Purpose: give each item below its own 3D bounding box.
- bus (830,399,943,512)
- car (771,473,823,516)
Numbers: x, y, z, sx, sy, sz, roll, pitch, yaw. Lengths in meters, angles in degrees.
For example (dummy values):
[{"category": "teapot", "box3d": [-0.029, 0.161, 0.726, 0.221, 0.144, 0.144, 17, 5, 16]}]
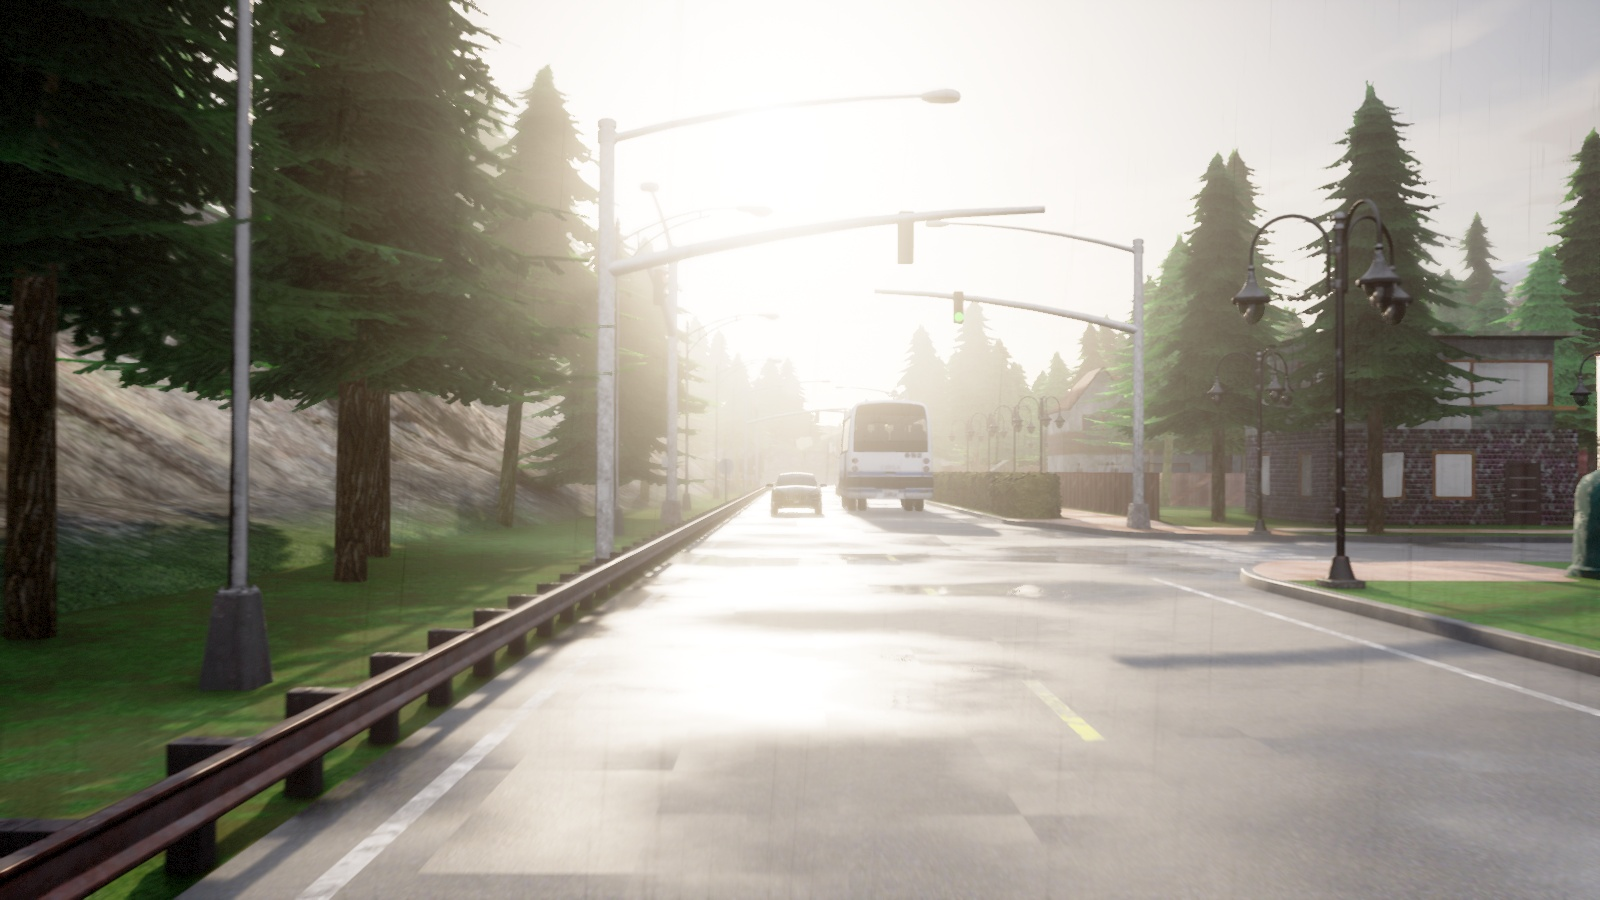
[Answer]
[{"category": "bus", "box3d": [3.368, 0.302, 52.409, 3.944, 4.253, 10.273, 0, -1, 0]}, {"category": "car", "box3d": [-0.112, 1.594, 46.208, 1.837, 1.490, 4.892, 0, -1, 0]}]
